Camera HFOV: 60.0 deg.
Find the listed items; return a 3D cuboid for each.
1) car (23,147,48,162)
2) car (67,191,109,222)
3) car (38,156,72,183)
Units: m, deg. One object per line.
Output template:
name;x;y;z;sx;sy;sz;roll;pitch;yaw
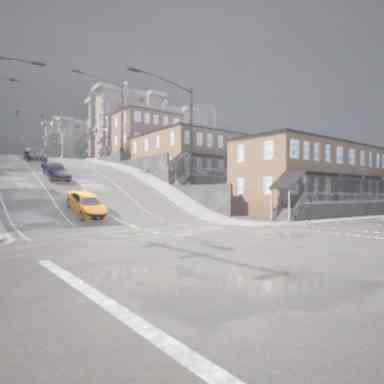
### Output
car;-18.669;-4.558;39.706;2.097;1.767;4.553;1;8;-35
car;-7.856;0.881;24.901;1.882;1.535;5.008;1;15;-37
car;-12.971;-1.982;31.813;1.895;1.301;4.718;1;17;-36
